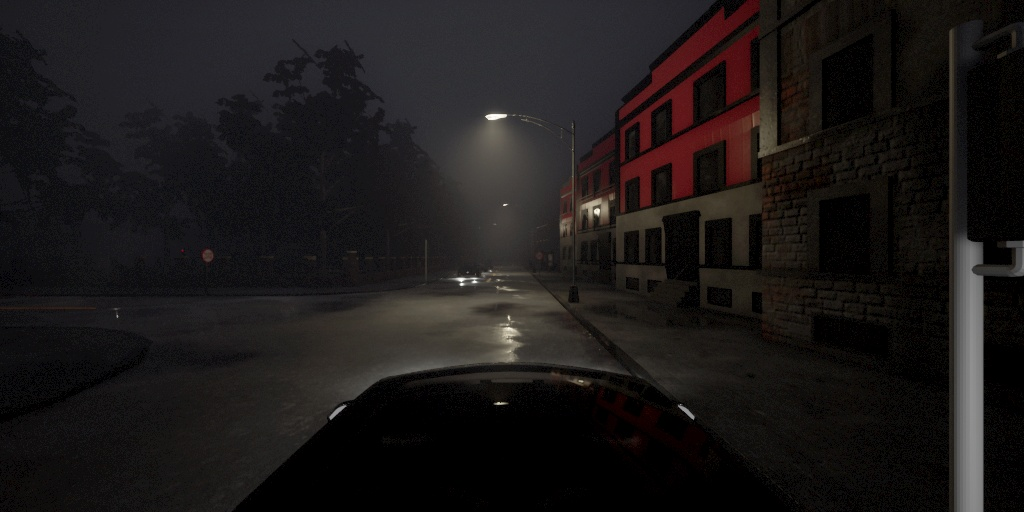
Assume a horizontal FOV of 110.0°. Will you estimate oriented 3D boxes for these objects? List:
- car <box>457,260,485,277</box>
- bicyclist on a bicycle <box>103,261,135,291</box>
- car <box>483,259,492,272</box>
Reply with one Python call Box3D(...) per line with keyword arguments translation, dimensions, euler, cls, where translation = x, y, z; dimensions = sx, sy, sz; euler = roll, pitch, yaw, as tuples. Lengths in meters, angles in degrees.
Box3D(translation=(-4.035, 1.314, 34.656), dimensions=(1.994, 1.385, 4.181), euler=(0, 0, 0), cls="car")
Box3D(translation=(-21.814, 1.099, 19.934), dimensions=(0.582, 1.620, 1.656), euler=(0, 0, 0), cls="bicyclist on a bicycle")
Box3D(translation=(-4.013, 1.297, 45.178), dimensions=(2.033, 1.411, 5.357), euler=(0, 0, 0), cls="car")
